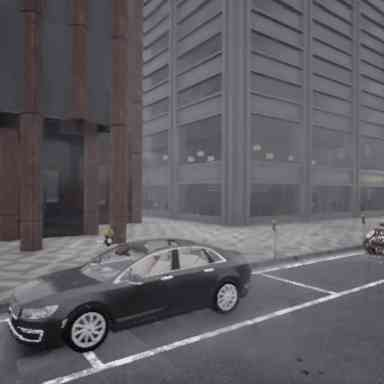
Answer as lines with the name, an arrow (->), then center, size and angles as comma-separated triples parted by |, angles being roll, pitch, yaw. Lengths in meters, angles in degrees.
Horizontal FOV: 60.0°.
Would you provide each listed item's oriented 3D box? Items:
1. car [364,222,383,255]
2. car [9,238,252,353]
car -> 8.335, 1.560, 12.638 | 4.097, 1.590, 1.967 | 1, -1, -36
car -> -0.826, 1.574, 6.068 | 4.403, 1.369, 2.008 | 1, -1, -36
